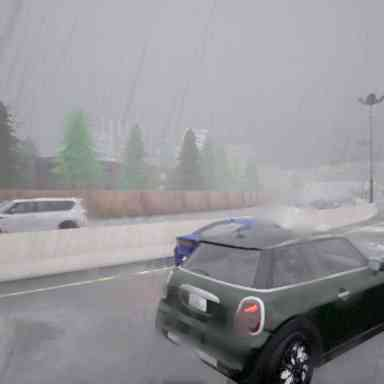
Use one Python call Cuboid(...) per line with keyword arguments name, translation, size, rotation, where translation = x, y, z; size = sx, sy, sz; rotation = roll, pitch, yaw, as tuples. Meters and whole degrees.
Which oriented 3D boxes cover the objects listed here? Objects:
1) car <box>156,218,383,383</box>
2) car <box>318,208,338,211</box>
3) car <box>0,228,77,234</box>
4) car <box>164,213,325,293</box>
Cuboid(name="car", translation=(1.758, 1.371, 5.362), size=(4.553, 1.767, 2.097), rotation=(0, 0, -38))
Cuboid(name="car", translation=(13.509, 1.609, 32.985), size=(1.837, 1.490, 4.892), rotation=(0, -1, 35))
Cuboid(name="car", translation=(-7.793, 1.302, 15.797), size=(5.566, 2.045, 2.150), rotation=(0, 0, -38))
Cuboid(name="car", translation=(1.772, 1.514, 9.855), size=(5.008, 1.535, 1.882), rotation=(0, 0, -40))
